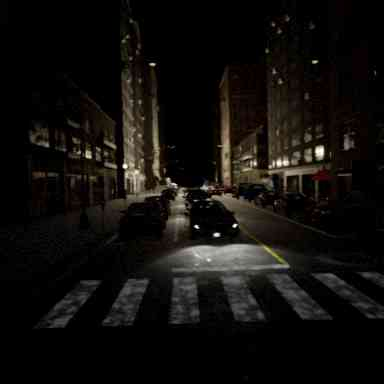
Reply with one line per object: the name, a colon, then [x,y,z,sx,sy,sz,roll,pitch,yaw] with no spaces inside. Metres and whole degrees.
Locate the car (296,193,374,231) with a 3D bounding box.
car: [6.432,0.916,14.939,1.802,1.307,4.206,-1,2,-2]

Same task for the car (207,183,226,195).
car: [2.869,-0.056,44.172,2.033,1.411,5.357,-2,2,-2]

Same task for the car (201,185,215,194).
car: [2.530,-0.367,54.862,1.895,1.301,4.718,-2,2,-2]

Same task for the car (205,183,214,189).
car: [4.336,-1.476,83.115,1.752,1.417,4.829,-1,2,-2]

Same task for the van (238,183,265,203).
van: [5.905,0.090,31.933,1.690,1.788,3.998,-1,2,-2]

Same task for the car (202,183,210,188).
car: [3.987,-1.865,94.450,1.752,1.417,4.829,-1,2,-2]

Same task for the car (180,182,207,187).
car: [0.106,0.161,34.388,2.097,1.767,4.553,-1,2,-1]

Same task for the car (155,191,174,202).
car: [-2.263,0.907,20.359,1.887,1.381,4.507,-1,2,-2]

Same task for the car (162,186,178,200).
car: [-2.784,0.360,37.361,1.802,1.307,4.206,-1,2,-2]

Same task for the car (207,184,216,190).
car: [4.515,-1.219,77.280,1.802,1.307,4.206,-1,2,-2]

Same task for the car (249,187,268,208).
car: [6.083,0.525,26.273,1.802,1.307,4.206,-1,2,-2]

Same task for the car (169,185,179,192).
car: [-3.830,-0.818,71.362,1.947,1.339,4.313,-1,2,-2]

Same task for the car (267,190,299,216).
car: [6.257,0.720,20.606,1.802,1.307,4.206,-1,2,-2]

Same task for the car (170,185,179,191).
car: [-4.004,-1.012,77.029,1.947,1.339,4.313,-1,2,-2]

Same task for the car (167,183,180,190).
car: [-3.135,-0.170,48.690,1.967,1.590,4.097,-1,2,-2]

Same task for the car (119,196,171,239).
car: [-2.088,1.102,14.692,1.887,1.381,4.507,-1,2,-2]

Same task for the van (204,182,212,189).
van: [4.164,-1.849,88.606,1.690,1.788,3.998,-1,2,-2]

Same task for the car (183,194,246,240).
car: [0.627,1.046,14.418,2.033,1.411,5.357,-2,2,-5]

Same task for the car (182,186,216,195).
car: [0.373,0.632,24.371,1.882,1.535,5.008,-1,2,-1]

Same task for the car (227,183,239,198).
car: [5.731,-0.131,37.599,2.192,1.841,5.009,-1,2,-2]
